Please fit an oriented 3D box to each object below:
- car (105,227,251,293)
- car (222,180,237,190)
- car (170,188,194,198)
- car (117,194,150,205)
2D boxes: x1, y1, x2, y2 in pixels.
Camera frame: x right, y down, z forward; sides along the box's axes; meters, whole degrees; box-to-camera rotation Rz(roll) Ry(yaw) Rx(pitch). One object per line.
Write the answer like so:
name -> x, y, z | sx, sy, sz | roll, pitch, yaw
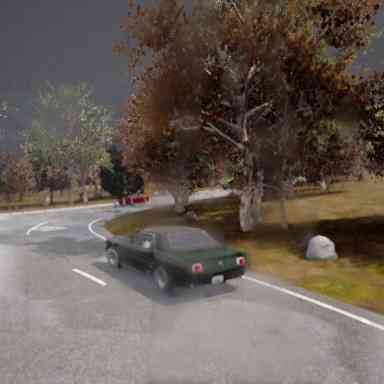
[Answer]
car -> -0.713, 1.590, 8.979 | 1.895, 1.301, 4.718 | 0, 0, -35
car -> 8.346, -1.560, 66.841 | 2.150, 2.045, 5.566 | 0, 5, 40
car -> -1.536, 0.053, 54.235 | 1.837, 1.490, 4.892 | 0, 5, 36
car -> -7.774, 0.969, 44.609 | 1.895, 1.301, 4.718 | 0, 3, 31
